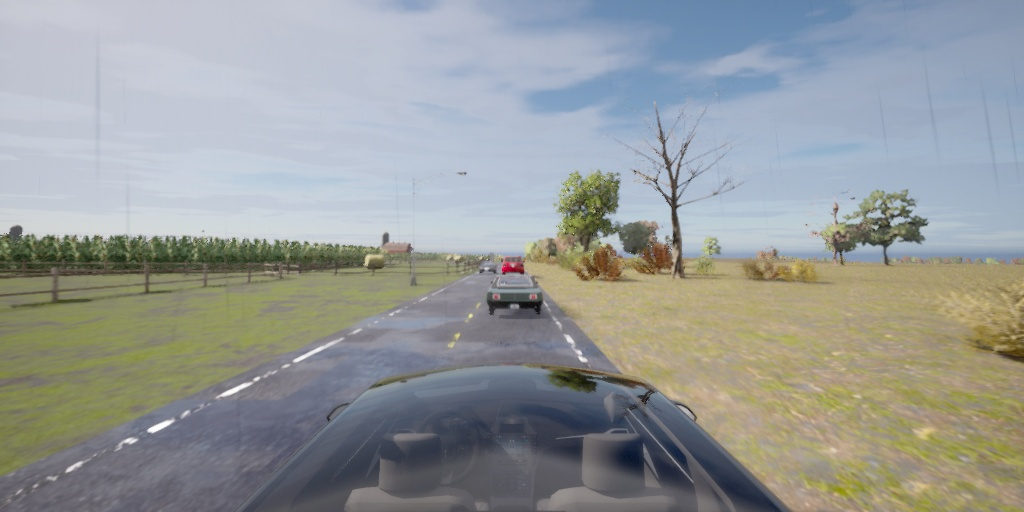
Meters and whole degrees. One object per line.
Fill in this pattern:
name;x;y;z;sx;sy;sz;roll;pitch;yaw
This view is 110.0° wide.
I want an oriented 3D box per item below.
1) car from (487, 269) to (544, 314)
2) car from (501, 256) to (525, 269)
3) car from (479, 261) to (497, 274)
car;0.100;1.358;13.869;1.895;1.301;4.718;0;0;0
car;0.102;1.002;35.925;2.150;2.045;5.566;0;0;0
car;-2.750;1.283;41.682;2.128;1.511;4.902;0;0;0
